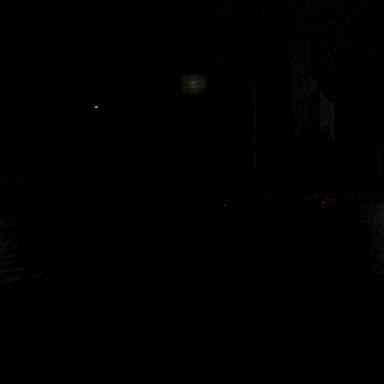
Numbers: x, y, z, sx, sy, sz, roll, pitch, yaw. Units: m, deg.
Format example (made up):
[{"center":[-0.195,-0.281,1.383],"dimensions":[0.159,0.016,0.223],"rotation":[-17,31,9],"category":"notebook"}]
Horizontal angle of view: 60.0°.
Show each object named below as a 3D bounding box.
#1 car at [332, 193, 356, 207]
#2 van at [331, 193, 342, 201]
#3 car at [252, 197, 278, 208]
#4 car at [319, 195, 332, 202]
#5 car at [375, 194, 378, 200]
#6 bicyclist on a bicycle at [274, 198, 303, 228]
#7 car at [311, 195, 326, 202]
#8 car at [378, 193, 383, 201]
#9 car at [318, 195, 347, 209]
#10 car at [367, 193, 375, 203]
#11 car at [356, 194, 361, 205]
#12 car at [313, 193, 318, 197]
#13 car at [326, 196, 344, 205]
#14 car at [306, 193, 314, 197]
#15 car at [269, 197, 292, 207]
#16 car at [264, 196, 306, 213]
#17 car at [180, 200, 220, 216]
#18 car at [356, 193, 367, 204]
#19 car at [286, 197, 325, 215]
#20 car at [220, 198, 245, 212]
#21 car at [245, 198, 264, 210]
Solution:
[{"center":[20.403,1.133,45.399],"dimensions":[2.192,1.841,5.009],"rotation":[0,0,35],"category":"car"},{"center":[35.872,1.179,82.713],"dimensions":[1.690,1.788,3.998],"rotation":[-1,0,35],"category":"van"},{"center":[10.092,1.419,45.481],"dimensions":[1.752,1.417,4.829],"rotation":[0,0,35],"category":"car"},{"center":[29.453,1.420,73.438],"dimensions":[1.802,1.307,4.206],"rotation":[0,0,35],"category":"car"},{"center":[36.552,1.299,68.717],"dimensions":[1.752,1.417,4.829],"rotation":[0,0,35],"category":"car"},{"center":[5.305,1.175,18.391],"dimensions":[1.656,1.620,0.582],"rotation":[-1,0,35],"category":"bicyclist on a bicycle"},{"center":[26.243,1.411,68.804],"dimensions":[1.947,1.339,4.313],"rotation":[0,0,35],"category":"car"},{"center":[42.876,1.355,77.848],"dimensions":[1.802,1.307,4.206],"rotation":[-1,0,35],"category":"car"},{"center":[17.194,1.374,40.763],"dimensions":[1.887,1.381,4.507],"rotation":[0,0,35],"category":"car"},{"center":[33.245,1.096,63.942],"dimensions":[2.192,1.841,5.009],"rotation":[0,0,35],"category":"car"},{"center":[23.614,1.374,50.034],"dimensions":[1.947,1.339,4.313],"rotation":[0,0,35],"category":"car"},{"center":[23.031,1.169,64.167],"dimensions":[2.192,1.841,5.009],"rotation":[0,0,35],"category":"car"},{"center":[23.194,1.350,53.944],"dimensions":[1.812,1.442,4.674],"rotation":[-1,-1,35],"category":"car"},{"center":[19.821,1.408,59.530],"dimensions":[1.887,1.381,4.507],"rotation":[0,0,35],"category":"car"},{"center":[13.400,1.448,50.258],"dimensions":[1.947,1.339,4.313],"rotation":[0,0,35],"category":"car"},{"center":[9.694,1.361,34.446],"dimensions":[2.128,1.511,4.902],"rotation":[-1,0,35],"category":"car"},{"center":[0.558,1.517,31.712],"dimensions":[1.802,1.307,4.206],"rotation":[0,0,35],"category":"car"},{"center":[26.823,1.114,54.670],"dimensions":[2.192,1.841,5.009],"rotation":[0,0,35],"category":"car"},{"center":[10.774,1.421,31.491],"dimensions":[1.947,1.339,4.313],"rotation":[0,0,35],"category":"car"},{"center":[3.767,1.359,36.348],"dimensions":[1.967,1.590,4.097],"rotation":[0,0,35],"category":"car"},{"center":[6.979,1.487,40.985],"dimensions":[1.802,1.307,4.206],"rotation":[0,0,35],"category":"car"}]
